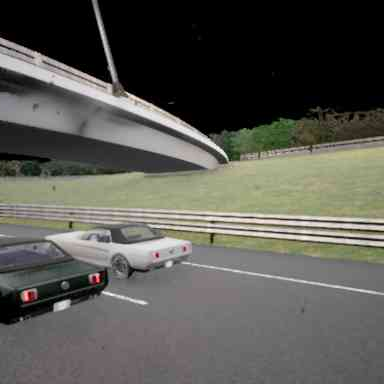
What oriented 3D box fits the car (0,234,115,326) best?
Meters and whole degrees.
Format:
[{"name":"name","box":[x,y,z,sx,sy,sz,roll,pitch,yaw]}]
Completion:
[{"name":"car","box":[-3.960,1.595,6.809,4.718,1.301,1.895,0,0,35]}]

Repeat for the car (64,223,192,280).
[{"name":"car","box":[-2.406,1.595,9.998,4.718,1.301,1.895,0,0,35]}]
